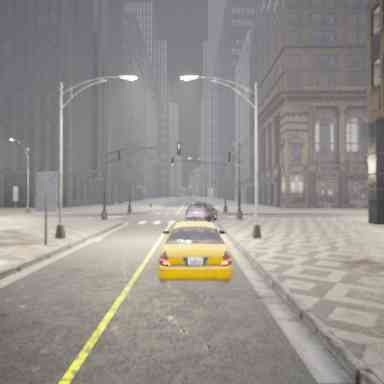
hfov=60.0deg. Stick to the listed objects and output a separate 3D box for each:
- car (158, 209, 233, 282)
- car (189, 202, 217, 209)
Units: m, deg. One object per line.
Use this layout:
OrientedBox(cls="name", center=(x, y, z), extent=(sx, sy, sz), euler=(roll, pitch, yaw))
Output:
OrientedBox(cls="car", center=(0.067, 1.499, 9.811), extent=(1.801, 1.575, 5.366), euler=(0, 0, 0))
OrientedBox(cls="car", center=(0.867, 1.565, 26.327), extent=(2.033, 1.649, 4.856), euler=(-1, 0, 14))
